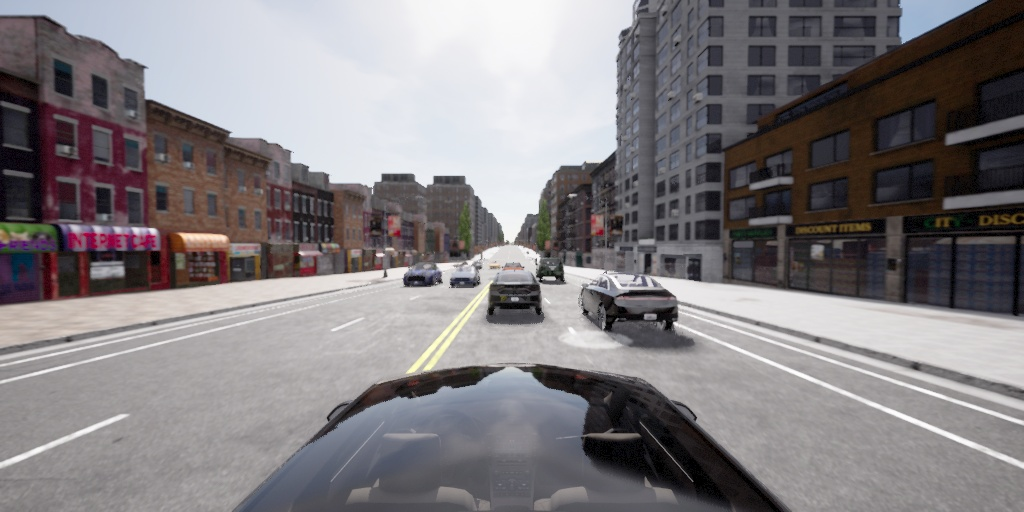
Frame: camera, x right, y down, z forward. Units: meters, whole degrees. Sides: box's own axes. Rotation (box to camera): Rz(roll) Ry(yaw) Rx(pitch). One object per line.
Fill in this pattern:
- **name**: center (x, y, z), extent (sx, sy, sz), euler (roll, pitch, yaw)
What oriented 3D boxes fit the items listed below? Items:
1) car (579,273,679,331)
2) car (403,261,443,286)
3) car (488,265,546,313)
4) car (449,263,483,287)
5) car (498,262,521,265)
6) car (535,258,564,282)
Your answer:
- **car**: center (3.350, 1.276, 11.118), extent (2.128, 1.511, 4.902), euler (0, 0, 0)
- **car**: center (-6.594, 1.274, 26.883), extent (2.097, 1.767, 4.553), euler (0, -1, 0)
- **car**: center (0.099, 1.285, 14.237), extent (1.882, 1.535, 5.008), euler (0, 0, 0)
- **car**: center (-3.347, 1.467, 26.622), extent (2.033, 1.411, 5.357), euler (0, -1, 0)
- **car**: center (0.101, 1.331, 32.805), extent (2.097, 1.767, 4.553), euler (0, -1, 0)
- **car**: center (3.350, 1.195, 32.328), extent (2.150, 2.045, 5.566), euler (0, -1, 0)
